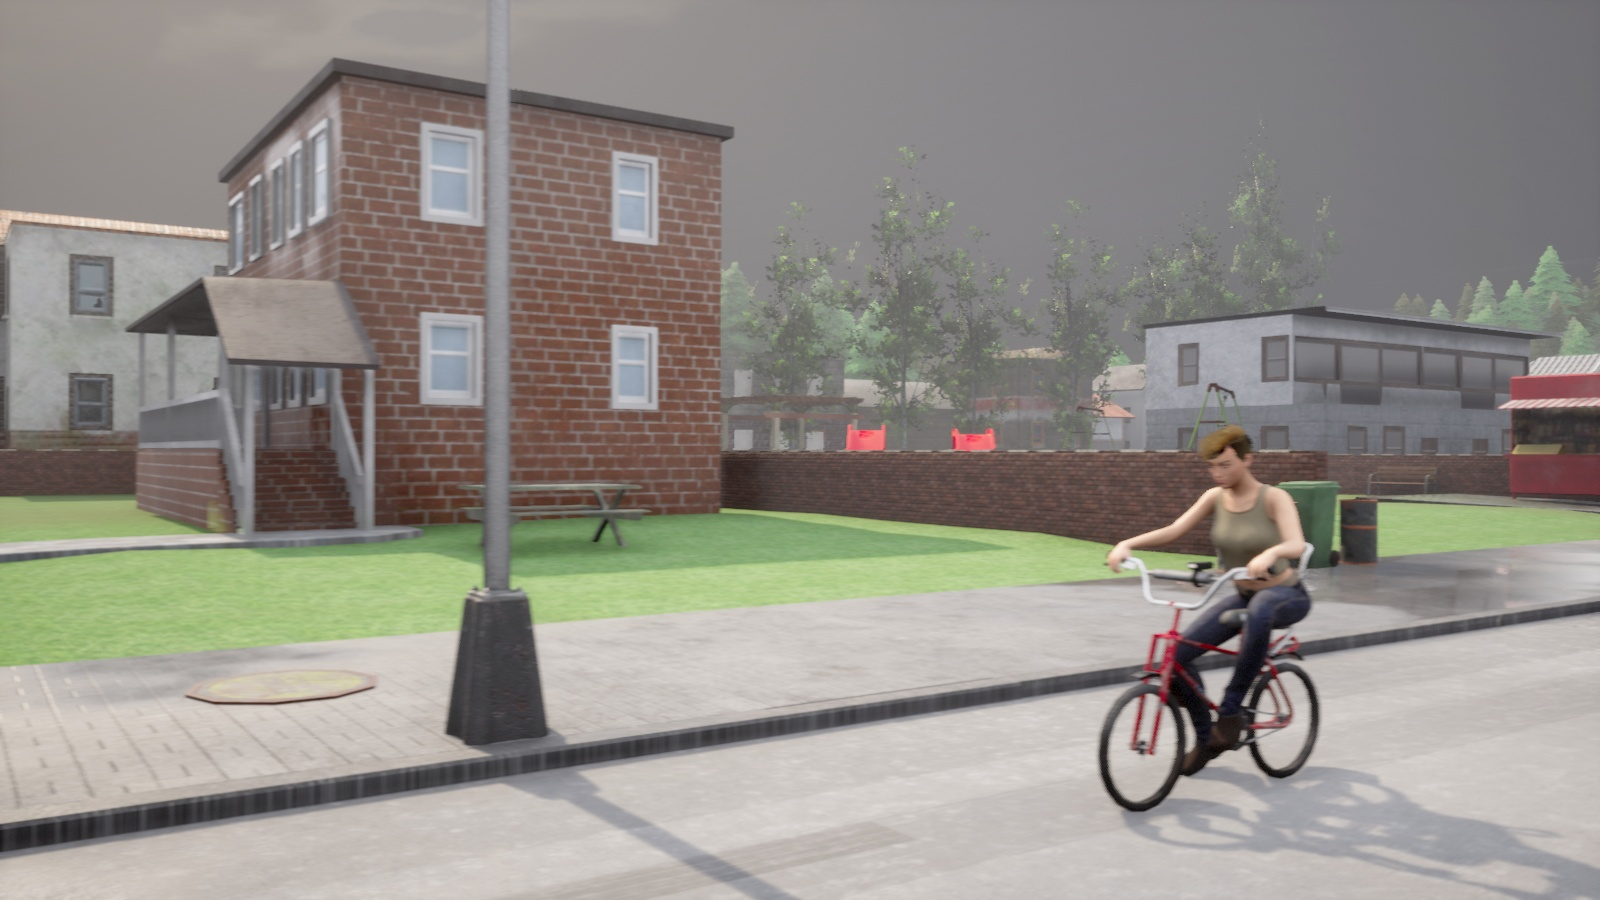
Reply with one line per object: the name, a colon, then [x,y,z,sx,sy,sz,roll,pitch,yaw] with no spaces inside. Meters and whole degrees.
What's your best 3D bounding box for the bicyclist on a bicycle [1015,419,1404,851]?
bicyclist on a bicycle: [1.792,0.690,5.463,1.509,1.612,0.866,0,0,-34]
